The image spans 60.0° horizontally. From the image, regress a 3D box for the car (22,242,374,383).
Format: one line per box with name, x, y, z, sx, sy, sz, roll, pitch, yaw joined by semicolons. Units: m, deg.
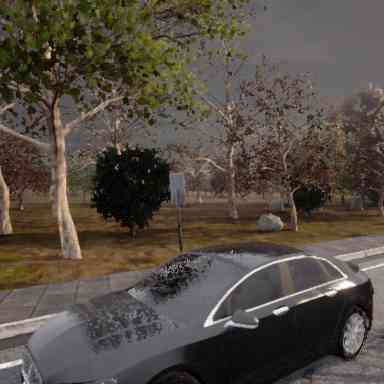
car;0.505;1.500;4.357;4.892;1.490;1.837;0;0;-36
